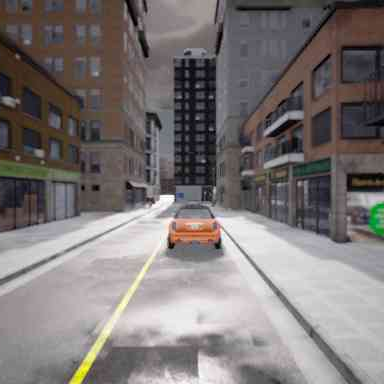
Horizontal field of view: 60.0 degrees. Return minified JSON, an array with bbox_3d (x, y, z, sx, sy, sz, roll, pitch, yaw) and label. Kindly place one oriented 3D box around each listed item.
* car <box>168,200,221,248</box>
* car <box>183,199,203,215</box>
[{"bbox_3d":[0.100,1.355,14.847,2.097,1.767,4.553,0,0,0],"label":"car"},{"bbox_3d":[0.096,1.559,35.534,2.033,1.411,5.357,0,0,0],"label":"car"}]
